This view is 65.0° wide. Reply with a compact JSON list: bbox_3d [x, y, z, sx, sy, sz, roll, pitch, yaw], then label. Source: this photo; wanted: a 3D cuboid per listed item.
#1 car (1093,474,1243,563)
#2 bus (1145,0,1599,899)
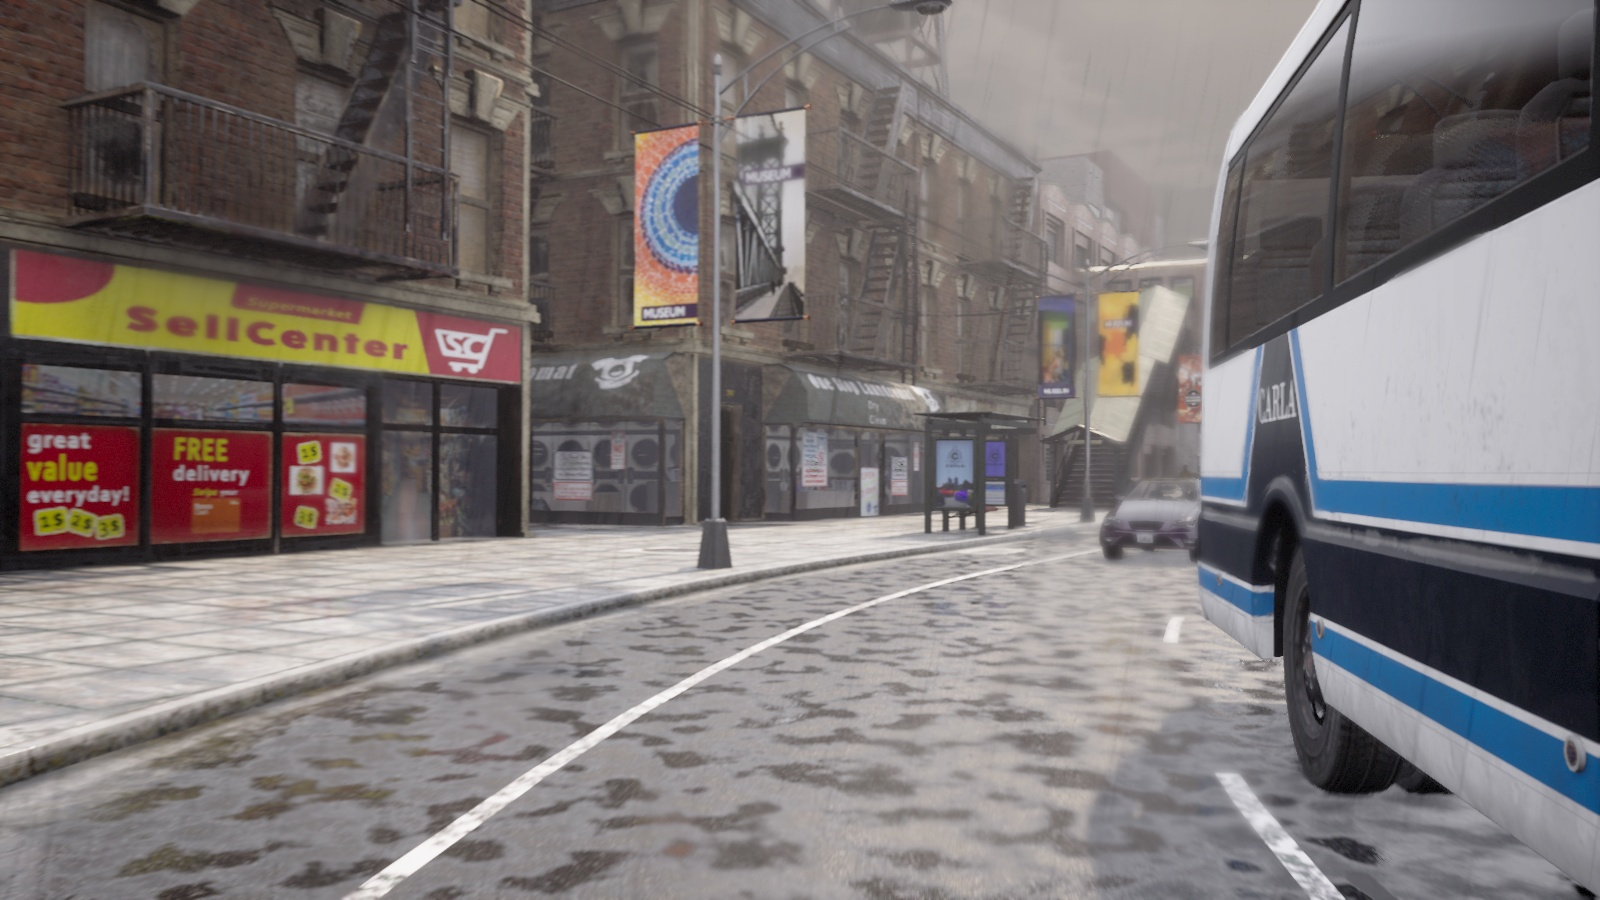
[{"bbox_3d":[6.901,1.198,23.279,1.816,1.474,4.193,-1,-1,29],"label":"car"},{"bbox_3d":[3.580,-0.515,3.453,3.944,4.253,10.273,-1,-1,9],"label":"bus"}]
